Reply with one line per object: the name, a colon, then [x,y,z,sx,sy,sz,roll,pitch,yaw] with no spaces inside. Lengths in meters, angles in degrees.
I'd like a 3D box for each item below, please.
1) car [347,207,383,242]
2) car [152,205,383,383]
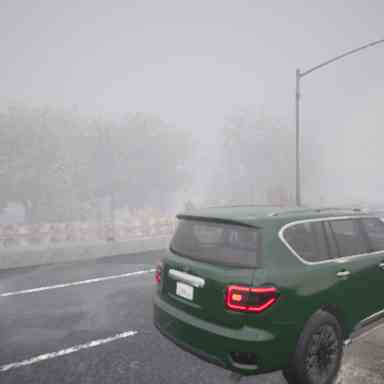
car: [10.269,1.611,17.708,2.033,1.411,5.357,0,0,43]
car: [2.013,1.241,5.500,5.566,2.045,2.150,0,0,-39]
